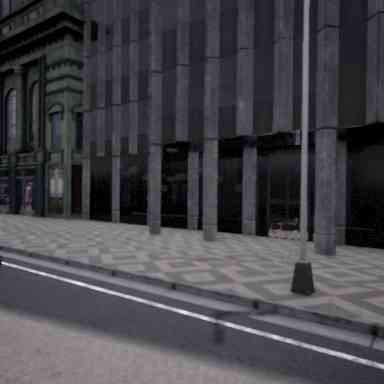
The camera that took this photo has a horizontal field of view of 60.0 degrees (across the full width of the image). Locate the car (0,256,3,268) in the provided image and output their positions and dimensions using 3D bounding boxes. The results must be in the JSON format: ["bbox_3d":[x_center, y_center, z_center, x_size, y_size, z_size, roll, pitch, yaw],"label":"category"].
[{"bbox_3d":[-7.185,1.447,9.014,5.357,1.411,2.033,1,0,36],"label":"car"}]
